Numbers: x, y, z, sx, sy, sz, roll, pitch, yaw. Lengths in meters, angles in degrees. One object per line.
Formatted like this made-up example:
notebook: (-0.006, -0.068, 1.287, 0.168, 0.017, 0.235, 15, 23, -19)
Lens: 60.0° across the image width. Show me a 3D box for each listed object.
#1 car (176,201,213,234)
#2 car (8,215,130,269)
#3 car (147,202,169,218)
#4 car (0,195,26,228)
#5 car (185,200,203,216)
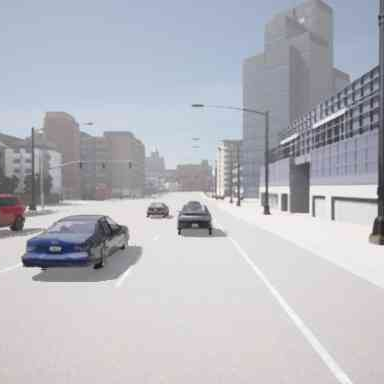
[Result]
car: (0.155, 1.441, 18.637, 2.128, 1.511, 4.902, 0, -1, 0)
car: (-3.366, 1.450, 10.722, 2.033, 1.411, 5.357, 0, 0, 0)
car: (-3.306, 1.727, 32.723, 2.033, 1.411, 5.357, 0, -1, 0)
car: (-10.549, 1.150, 16.746, 2.150, 2.045, 5.566, 0, -1, 0)
car: (0.204, 1.727, 36.638, 1.837, 1.490, 4.892, 0, 0, 0)
